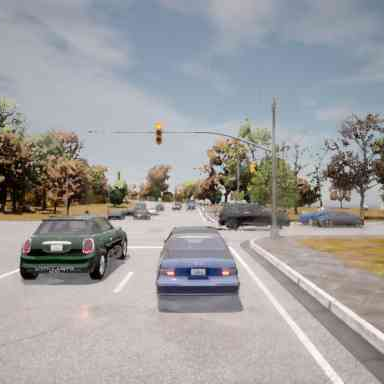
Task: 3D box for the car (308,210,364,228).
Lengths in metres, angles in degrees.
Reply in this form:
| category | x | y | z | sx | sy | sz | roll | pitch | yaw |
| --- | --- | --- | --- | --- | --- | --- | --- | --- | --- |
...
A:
| category | x | y | z | sx | sy | sz | roll | pitch | yaw |
| --- | --- | --- | --- | --- | --- | --- | --- | --- | --- |
| car | 13.012 | 2.455 | 29.691 | 4.181 | 1.385 | 1.994 | 0 | -3 | -2 |

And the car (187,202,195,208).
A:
| category | x | y | z | sx | sy | sz | roll | pitch | yaw |
| --- | --- | --- | --- | --- | --- | --- | --- | --- | --- |
| car | -0.278 | 3.319 | 88.016 | 1.994 | 1.385 | 4.181 | 0 | 0 | -4 |

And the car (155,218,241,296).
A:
| category | x | y | z | sx | sy | sz | roll | pitch | yaw |
| --- | --- | --- | --- | --- | --- | --- | --- | --- | --- |
| car | 0.073 | 1.647 | 8.955 | 2.033 | 1.411 | 5.357 | 0 | -1 | -1 |

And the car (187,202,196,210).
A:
| category | x | y | z | sx | sy | sz | roll | pitch | yaw |
| --- | --- | --- | --- | --- | --- | --- | --- | --- | --- |
| car | -0.162 | 3.479 | 77.833 | 1.812 | 1.442 | 4.674 | 0 | 0 | 0 |

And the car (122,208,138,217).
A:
| category | x | y | z | sx | sy | sz | roll | pitch | yaw |
| --- | --- | --- | --- | --- | --- | --- | --- | --- | --- |
| car | -10.703 | 3.514 | 57.539 | 1.895 | 1.301 | 4.718 | 0 | -1 | 0 |

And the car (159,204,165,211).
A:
| category | x | y | z | sx | sy | sz | roll | pitch | yaw |
| --- | --- | --- | --- | --- | --- | --- | --- | --- | --- |
| car | -7.154 | 3.477 | 74.035 | 1.837 | 1.490 | 4.892 | 0 | 0 | 0 |

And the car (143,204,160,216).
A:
| category | x | y | z | sx | sy | sz | roll | pitch | yaw |
| --- | --- | --- | --- | --- | --- | --- | --- | --- | --- |
| car | -7.198 | 3.460 | 58.979 | 1.812 | 1.442 | 4.674 | 0 | -1 | 0 |

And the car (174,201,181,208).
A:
| category | x | y | z | sx | sy | sz | roll | pitch | yaw |
| --- | --- | --- | --- | --- | --- | --- | --- | --- | --- |
| car | -3.777 | 3.263 | 87.923 | 1.837 | 1.490 | 4.892 | 0 | 0 | -4 |

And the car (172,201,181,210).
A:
| category | x | y | z | sx | sy | sz | roll | pitch | yaw |
| --- | --- | --- | --- | --- | --- | --- | --- | --- | --- |
| car | -3.662 | 3.551 | 77.891 | 1.895 | 1.301 | 4.718 | 0 | 0 | 0 |

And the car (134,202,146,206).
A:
| category | x | y | z | sx | sy | sz | roll | pitch | yaw |
| --- | --- | --- | --- | --- | --- | --- | --- | --- | --- |
| car | -10.644 | 3.215 | 68.296 | 2.150 | 2.045 | 5.566 | 0 | 0 | 0 |

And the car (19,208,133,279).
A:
| category | x | y | z | sx | sy | sz | roll | pitch | yaw |
| --- | --- | --- | --- | --- | --- | --- | --- | --- | --- |
| car | -3.438 | 1.488 | 10.572 | 2.097 | 1.767 | 4.553 | 0 | -1 | 0 |

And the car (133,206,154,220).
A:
| category | x | y | z | sx | sy | sz | roll | pitch | yaw |
| --- | --- | --- | --- | --- | --- | --- | --- | --- | --- |
| car | -7.190 | 3.166 | 47.856 | 2.128 | 1.511 | 4.902 | 0 | -2 | 1 |

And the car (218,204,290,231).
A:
| category | x | y | z | sx | sy | sz | roll | pitch | yaw |
| --- | --- | --- | --- | --- | --- | --- | --- | --- | --- |
| car | 4.757 | 1.941 | 25.960 | 5.566 | 2.045 | 2.150 | -1 | -2 | 12 |

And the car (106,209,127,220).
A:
| category | x | y | z | sx | sy | sz | roll | pitch | yaw |
| --- | --- | --- | --- | --- | --- | --- | --- | --- | --- |
| car | -10.731 | 3.216 | 47.662 | 2.033 | 1.411 | 5.357 | 0 | -2 | -3 |

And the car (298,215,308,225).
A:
| category | x | y | z | sx | sy | sz | roll | pitch | yaw |
| --- | --- | --- | --- | --- | --- | --- | --- | --- | --- |
| car | 13.179 | 2.531 | 33.186 | 5.008 | 1.535 | 1.882 | 0 | -3 | -1 |
